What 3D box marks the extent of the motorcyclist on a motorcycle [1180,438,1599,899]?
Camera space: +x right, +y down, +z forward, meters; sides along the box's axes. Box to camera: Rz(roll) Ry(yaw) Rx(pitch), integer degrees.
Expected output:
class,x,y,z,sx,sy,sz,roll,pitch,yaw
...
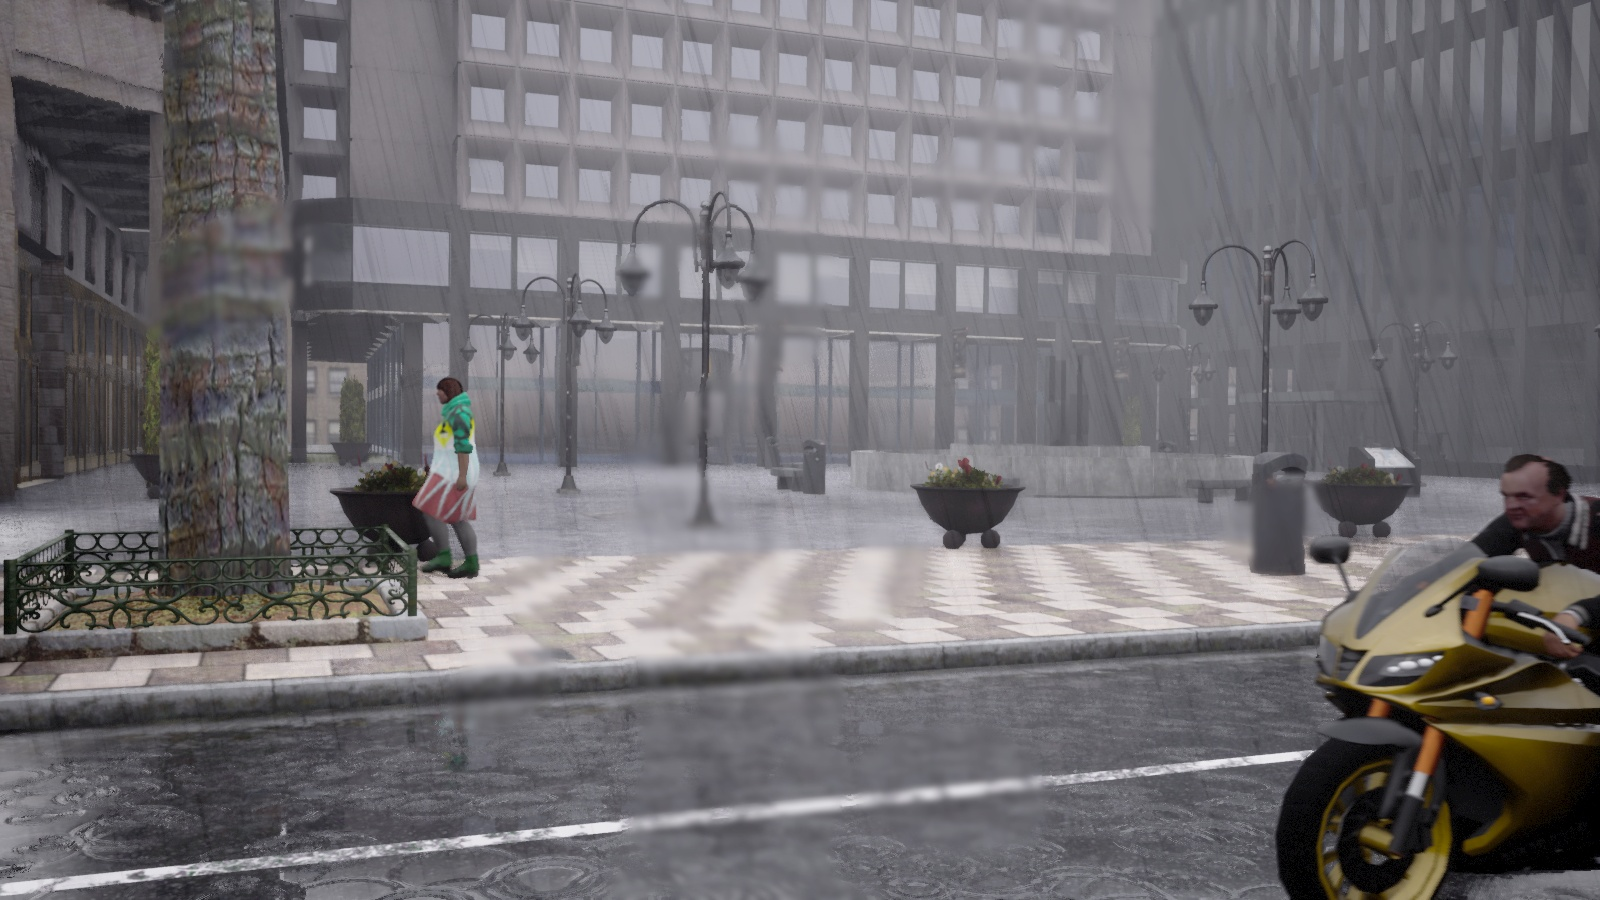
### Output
class,x,y,z,sx,sy,sz,roll,pitch,yaw
motorcyclist on a motorcycle,2.448,0.739,4.171,2.191,1.530,0.866,-1,1,-21

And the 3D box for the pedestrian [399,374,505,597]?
class,x,y,z,sx,sy,sz,roll,pitch,yaw
pedestrian,-3.146,0.303,11.426,0.873,1.952,0.659,-1,1,-13
